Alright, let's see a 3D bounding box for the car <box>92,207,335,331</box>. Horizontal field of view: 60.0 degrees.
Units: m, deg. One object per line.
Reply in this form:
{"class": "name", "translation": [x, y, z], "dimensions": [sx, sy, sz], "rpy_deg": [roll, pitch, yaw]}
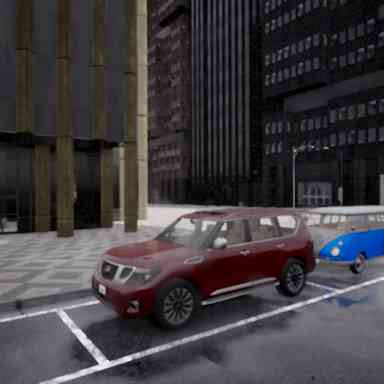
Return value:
{"class": "car", "translation": [0.541, 1.312, 7.040], "dimensions": [5.009, 1.841, 2.192], "rpy_deg": [0, 0, -35]}

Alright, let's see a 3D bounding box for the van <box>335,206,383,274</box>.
{"class": "van", "translation": [5.041, 1.335, 10.246], "dimensions": [3.998, 1.788, 1.690], "rpy_deg": [0, 0, -35]}
